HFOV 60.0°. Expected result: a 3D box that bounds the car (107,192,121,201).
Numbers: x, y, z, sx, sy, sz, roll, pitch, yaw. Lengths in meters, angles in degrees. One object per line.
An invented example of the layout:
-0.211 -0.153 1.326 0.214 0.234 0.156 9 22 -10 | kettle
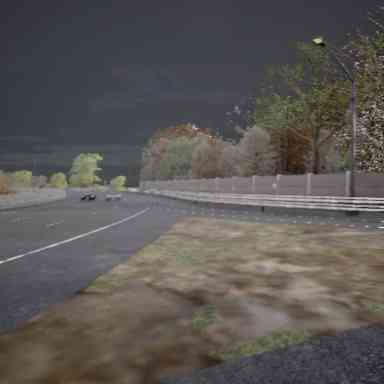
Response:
-11.216 0.584 48.091 1.895 1.301 4.718 0 1 -11 | car

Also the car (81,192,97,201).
-14.667 0.596 47.632 1.895 1.301 4.718 0 1 -11 | car
